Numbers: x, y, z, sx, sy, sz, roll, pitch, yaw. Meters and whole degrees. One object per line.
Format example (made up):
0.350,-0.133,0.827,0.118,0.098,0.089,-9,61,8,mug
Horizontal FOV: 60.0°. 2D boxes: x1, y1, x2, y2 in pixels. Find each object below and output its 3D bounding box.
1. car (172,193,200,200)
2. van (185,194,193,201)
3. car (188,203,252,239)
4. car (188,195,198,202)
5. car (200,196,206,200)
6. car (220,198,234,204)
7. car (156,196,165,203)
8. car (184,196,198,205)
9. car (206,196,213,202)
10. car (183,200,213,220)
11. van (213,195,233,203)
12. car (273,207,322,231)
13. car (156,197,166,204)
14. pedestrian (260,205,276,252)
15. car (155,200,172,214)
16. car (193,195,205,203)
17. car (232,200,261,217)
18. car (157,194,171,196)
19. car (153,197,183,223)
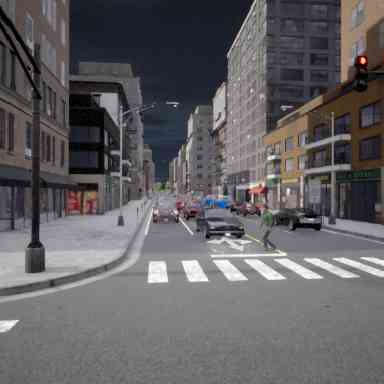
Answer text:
-0.772,1.252,38.371,2.150,2.045,5.566,0,0,-5,car
-0.818,1.488,92.085,1.690,1.788,3.998,0,0,-6,van
1.295,1.561,17.881,2.033,1.411,5.357,0,0,-8,car
0.311,1.568,81.122,1.967,1.590,4.097,0,0,-6,car
0.803,1.663,51.630,1.895,1.301,4.718,0,0,-6,car
4.831,1.619,37.267,1.947,1.339,4.313,0,0,-6,car
-7.107,1.626,74.816,1.887,1.381,4.507,0,0,-6,car
-0.235,1.572,61.678,2.128,1.511,4.902,0,0,-6,car
3.701,1.618,48.230,2.008,1.369,4.403,0,0,-6,car
0.282,1.621,27.871,1.895,1.301,4.718,0,0,-6,car
4.267,1.401,42.749,1.690,1.788,3.998,0,0,-6,van
6.526,1.606,20.821,1.947,1.339,4.313,0,0,-6,car
-5.977,1.612,63.852,2.008,1.369,4.403,0,0,-6,car
2.796,1.308,12.433,0.375,1.860,0.375,0,0,-6,pedestrian
-3.152,1.599,36.444,1.802,1.307,4.206,0,0,-6,car
1.441,1.547,70.157,1.967,1.590,4.097,0,0,-6,car
5.396,1.629,31.786,1.802,1.307,4.206,0,0,-6,car
-4.846,1.481,52.889,1.967,1.590,4.097,0,0,-6,car
-2.021,1.447,25.481,1.967,1.590,4.097,0,0,-6,car
